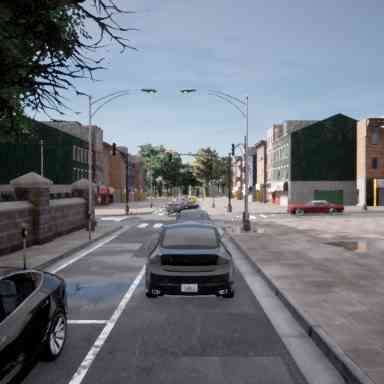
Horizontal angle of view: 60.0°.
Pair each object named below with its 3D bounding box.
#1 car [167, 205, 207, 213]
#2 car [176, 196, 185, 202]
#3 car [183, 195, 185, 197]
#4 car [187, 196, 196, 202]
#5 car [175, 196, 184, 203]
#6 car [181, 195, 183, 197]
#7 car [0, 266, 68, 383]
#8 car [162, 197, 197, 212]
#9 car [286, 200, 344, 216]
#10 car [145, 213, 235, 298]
[{"bbox_3d":[0.079,1.553,15.936,2.033,1.411,5.357,0,0,0],"label":"car"},{"bbox_3d":[-2.746,1.693,79.558,1.947,1.339,4.313,-1,0,0],"label":"car"},{"bbox_3d":[-2.726,1.630,63.253,1.887,1.381,4.507,-1,0,0],"label":"car"},{"bbox_3d":[-0.103,1.674,82.105,2.033,1.411,5.357,0,0,0],"label":"car"},{"bbox_3d":[-2.739,1.658,74.123,1.887,1.381,4.507,-1,0,0],"label":"car"},{"bbox_3d":[-2.706,1.489,46.949,1.967,1.590,4.097,-1,0,0],"label":"car"},{"bbox_3d":[-2.648,1.565,3.195,1.947,1.339,4.313,-1,0,0],"label":"car"},{"bbox_3d":[-0.801,1.513,32.704,2.128,1.511,4.902,1,0,26],"label":"car"},{"bbox_3d":[10.920,1.429,29.802,4.718,1.301,1.895,-1,1,0],"label":"car"},{"bbox_3d":[-0.033,1.505,8.491,1.837,1.490,4.892,0,0,0],"label":"car"}]
